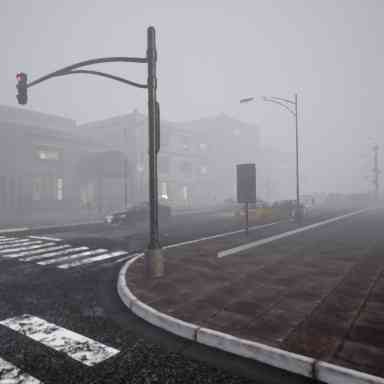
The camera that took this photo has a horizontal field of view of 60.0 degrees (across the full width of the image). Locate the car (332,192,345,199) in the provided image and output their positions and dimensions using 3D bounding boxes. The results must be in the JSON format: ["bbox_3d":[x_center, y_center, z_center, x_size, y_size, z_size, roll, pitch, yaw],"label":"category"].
[{"bbox_3d":[33.399,0.743,75.805,1.967,1.590,4.097,-1,0,36],"label":"car"}]

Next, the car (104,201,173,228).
[{"bbox_3d":[-3.283,1.359,21.033,2.128,1.511,4.902,-1,0,37],"label":"car"}]

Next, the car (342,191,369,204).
[{"bbox_3d":[22.927,0.898,46.443,1.882,1.535,5.008,-1,0,36],"label":"car"}]

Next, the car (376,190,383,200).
[{"bbox_3d":[33.654,0.570,61.925,2.192,1.841,5.009,-1,0,36],"label":"car"}]

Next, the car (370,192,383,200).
[{"bbox_3d":[36.914,0.771,66.398,1.947,1.339,4.313,-1,0,36],"label":"car"}]

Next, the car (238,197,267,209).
[{"bbox_3d":[7.343,1.293,40.026,1.802,1.307,4.206,-1,0,36],"label":"car"}]

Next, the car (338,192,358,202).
[{"bbox_3d":[26.651,0.869,56.728,2.128,1.511,4.902,-1,0,36],"label":"car"}]

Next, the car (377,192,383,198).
[{"bbox_3d":[43.254,0.652,75.091,1.887,1.381,4.507,-1,0,36],"label":"car"}]

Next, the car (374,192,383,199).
[{"bbox_3d":[40.171,0.721,70.871,1.947,1.339,4.313,-1,0,36],"label":"car"}]

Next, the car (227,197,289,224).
[{"bbox_3d":[4.441,1.242,21.811,1.752,1.417,4.829,-1,0,36],"label":"car"}]

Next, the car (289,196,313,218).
[{"bbox_3d":[7.599,1.217,26.146,2.008,1.369,4.403,-1,0,36],"label":"car"}]

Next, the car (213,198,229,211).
[{"bbox_3d":[3.985,1.290,35.415,1.752,1.417,4.829,-1,0,36],"label":"car"}]

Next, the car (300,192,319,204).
[{"bbox_3d":[16.284,1.082,47.758,1.812,1.442,4.674,-1,0,36],"label":"car"}]

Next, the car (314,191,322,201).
[{"bbox_3d":[23.625,0.769,62.388,2.192,1.841,5.009,-1,0,36],"label":"car"}]

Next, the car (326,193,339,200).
[{"bbox_3d":[30.143,0.935,71.333,1.802,1.307,4.206,-1,0,36],"label":"car"}]

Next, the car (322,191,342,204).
[{"bbox_3d":[21.414,0.811,49.532,2.097,1.767,4.553,-1,0,36],"label":"car"}]

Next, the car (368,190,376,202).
[{"bbox_3d":[27.053,0.860,52.098,1.837,1.490,4.892,-1,0,36],"label":"car"}]
